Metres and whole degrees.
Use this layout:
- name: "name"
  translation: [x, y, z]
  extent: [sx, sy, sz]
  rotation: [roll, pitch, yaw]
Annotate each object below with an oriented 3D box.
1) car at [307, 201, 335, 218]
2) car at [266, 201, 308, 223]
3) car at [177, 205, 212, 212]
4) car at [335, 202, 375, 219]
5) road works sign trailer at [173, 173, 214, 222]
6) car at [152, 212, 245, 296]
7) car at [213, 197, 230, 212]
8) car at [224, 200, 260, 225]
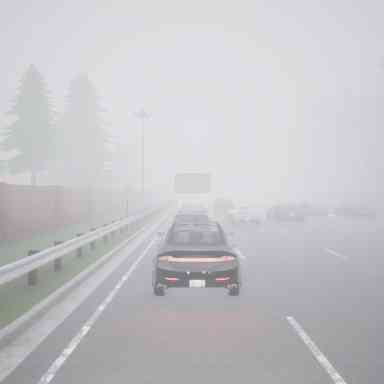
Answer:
- name: "car"
  translation: [10.585, 1.547, 30.156]
  extent: [2.033, 1.411, 5.357]
  rotation: [0, 0, 0]
- name: "car"
  translation: [7.088, 1.564, 25.693]
  extent: [1.994, 1.385, 4.181]
  rotation: [0, 0, 0]
- name: "car"
  translation: [0.099, 1.474, 19.053]
  extent: [1.882, 1.535, 5.008]
  rotation: [0, 0, 4]
- name: "car"
  translation: [14.087, 1.563, 29.041]
  extent: [1.994, 1.385, 4.181]
  rotation: [0, 0, 0]
- name: "road works sign trailer"
  translation: [0.060, 0.464, 22.973]
  extent: [2.380, 3.560, 2.880]
  rotation: [0, 0, -2]
- name: "car"
  translation: [0.096, 1.491, 8.627]
  extent: [2.128, 1.511, 4.902]
  rotation: [0, 0, 0]
- name: "car"
  translation: [3.582, 1.352, 38.946]
  extent: [2.097, 1.767, 4.553]
  rotation: [0, 0, 0]
- name: "car"
  translation: [3.588, 1.526, 23.619]
  extent: [1.812, 1.442, 4.674]
  rotation: [0, 0, 0]
